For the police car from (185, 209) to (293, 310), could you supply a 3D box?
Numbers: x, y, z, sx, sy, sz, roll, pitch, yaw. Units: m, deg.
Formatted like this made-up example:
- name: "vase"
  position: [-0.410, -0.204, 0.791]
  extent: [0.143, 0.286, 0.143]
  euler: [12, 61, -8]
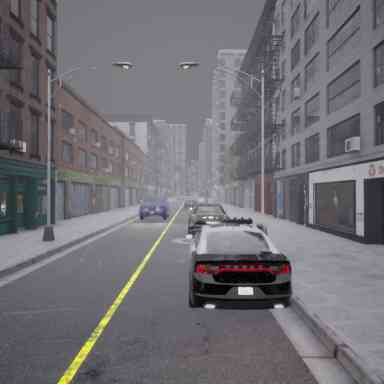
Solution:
- name: "police car"
  position: [0.876, 1.429, 8.065]
  extent: [1.930, 1.638, 5.238]
  euler: [0, 0, 0]

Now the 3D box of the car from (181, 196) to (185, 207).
- name: "car"
  position: [-0.113, 1.557, 46.858]
  extent: [2.128, 1.511, 4.902]
  euler: [0, 0, 0]

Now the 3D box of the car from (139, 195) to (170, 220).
- name: "car"
  position: [-3.090, 1.247, 28.291]
  extent: [2.150, 2.045, 5.566]
  euler: [0, 0, 0]

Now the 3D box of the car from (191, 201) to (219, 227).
- name: "car"
  position: [0.824, 1.476, 24.146]
  extent: [1.801, 1.575, 5.366]
  euler: [0, 0, 0]

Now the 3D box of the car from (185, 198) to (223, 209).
- name: "car"
  position: [0.843, 1.363, 17.926]
  extent: [2.097, 1.767, 4.553]
  euler: [0, 0, 0]
